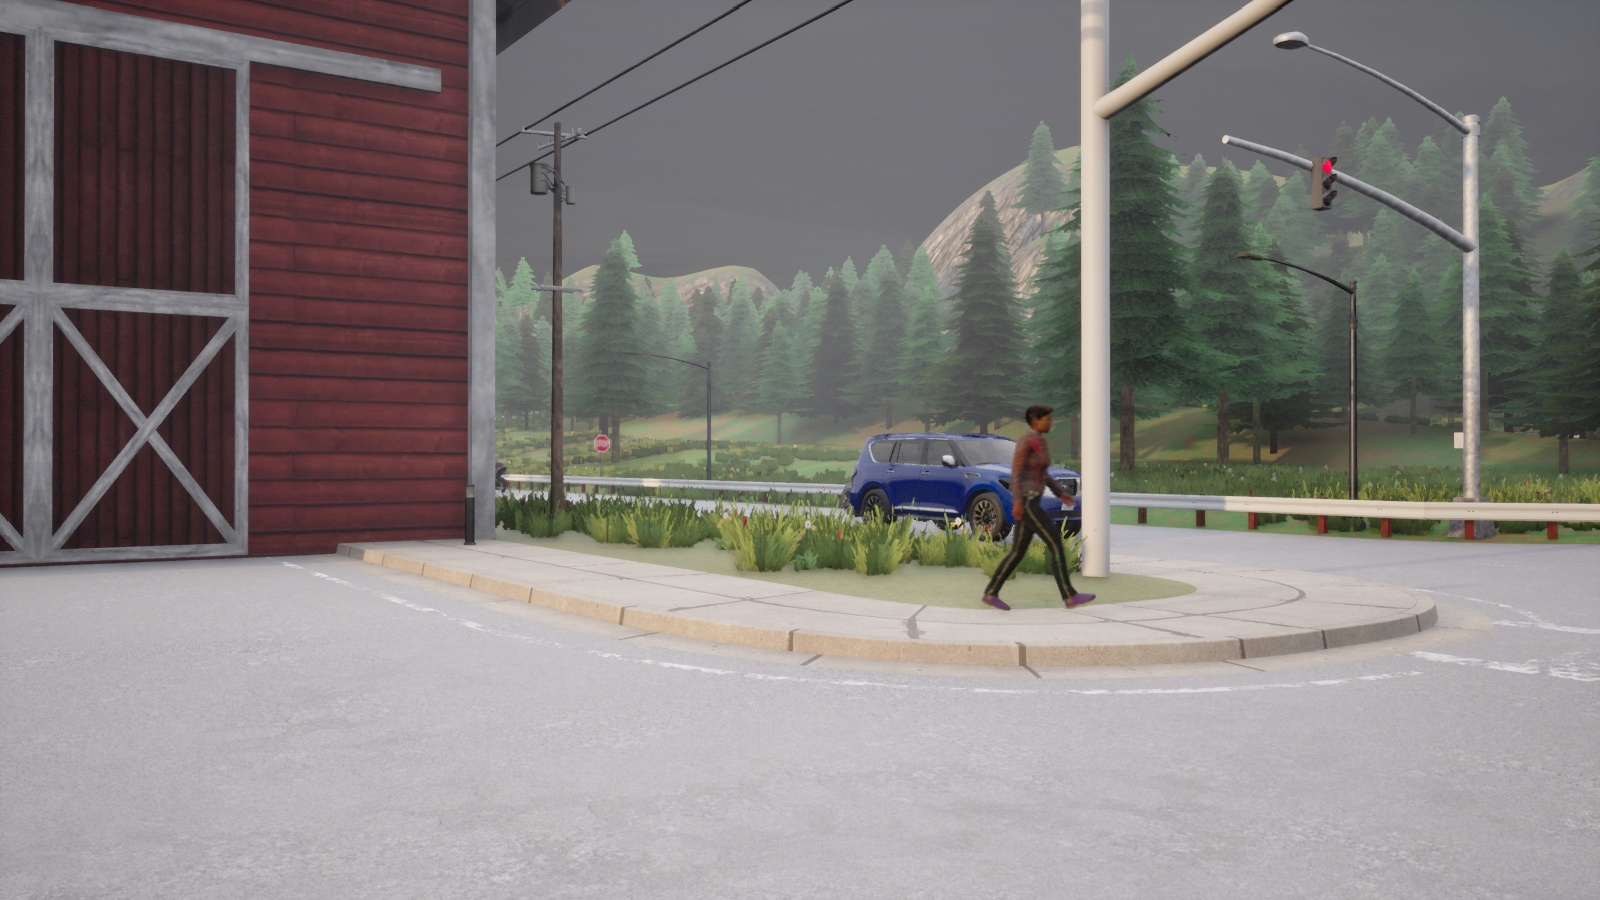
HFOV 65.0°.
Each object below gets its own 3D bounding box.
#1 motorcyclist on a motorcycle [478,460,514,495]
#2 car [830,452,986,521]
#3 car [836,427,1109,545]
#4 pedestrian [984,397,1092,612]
[{"bbox_3d":[-13.576,1.235,56.060,0.866,1.530,2.191,0,-1,-34],"label":"motorcyclist on a motorcycle"},{"bbox_3d":[2.665,0.874,31.795,1.851,1.617,3.988,0,0,-34],"label":"car"},{"bbox_3d":[3.207,0.646,24.696,2.150,2.045,5.566,0,0,-34],"label":"car"},{"bbox_3d":[2.054,0.460,10.842,0.869,1.805,0.328,0,0,20],"label":"pedestrian"}]
